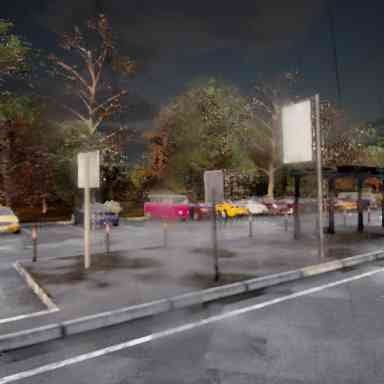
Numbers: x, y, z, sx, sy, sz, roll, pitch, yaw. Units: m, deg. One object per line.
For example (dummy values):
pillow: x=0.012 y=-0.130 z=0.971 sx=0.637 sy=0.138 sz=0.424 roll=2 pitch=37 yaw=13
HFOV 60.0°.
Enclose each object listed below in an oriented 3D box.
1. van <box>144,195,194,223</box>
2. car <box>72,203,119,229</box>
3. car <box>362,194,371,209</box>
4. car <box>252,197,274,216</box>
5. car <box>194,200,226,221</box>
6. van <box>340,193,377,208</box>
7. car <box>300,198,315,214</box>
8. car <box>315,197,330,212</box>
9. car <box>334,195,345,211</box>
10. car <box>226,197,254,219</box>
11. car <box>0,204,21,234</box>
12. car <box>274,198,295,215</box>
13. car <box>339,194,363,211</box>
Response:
van: x=-2.076 y=1.204 z=25.397 sx=1.878 sy=1.987 sz=4.442 roll=0 pitch=0 yaw=-36
car: x=-6.497 y=1.485 z=22.040 sx=2.163 sy=1.488 sz=4.792 roll=0 pitch=0 yaw=-36
car: x=18.260 y=1.358 z=39.906 sx=2.163 sy=1.488 sz=4.792 roll=0 pitch=0 yaw=-36
car: x=4.756 y=1.434 z=30.161 sx=2.002 sy=1.452 sz=4.674 roll=0 pitch=0 yaw=-36
car: x=0.248 y=1.458 z=26.920 sx=2.002 sy=1.452 sz=4.674 roll=0 pitch=0 yaw=-36
van: x=20.596 y=1.092 z=41.405 sx=1.878 sy=1.987 sz=4.442 roll=0 pitch=0 yaw=-36
car: x=9.259 y=1.371 z=33.408 sx=2.097 sy=1.535 sz=5.008 roll=0 pitch=0 yaw=-36
car: x=11.519 y=1.361 z=35.018 sx=2.231 sy=1.521 sz=4.892 roll=0 pitch=0 yaw=-36
car: x=13.752 y=1.378 z=36.666 sx=2.163 sy=1.488 sz=4.792 roll=0 pitch=0 yaw=-36
car: x=2.504 y=1.406 z=28.539 sx=2.097 sy=1.535 sz=5.008 roll=0 pitch=0 yaw=-36
car: x=-10.914 y=1.477 z=18.672 sx=1.946 sy=1.575 sz=5.366 roll=0 pitch=0 yaw=-36
car: x=6.989 y=1.257 z=31.808 sx=2.185 sy=1.767 sz=4.553 roll=0 pitch=0 yaw=-36
car: x=16.130 y=1.335 z=38.110 sx=1.946 sy=1.575 sz=5.366 roll=0 pitch=0 yaw=-36
